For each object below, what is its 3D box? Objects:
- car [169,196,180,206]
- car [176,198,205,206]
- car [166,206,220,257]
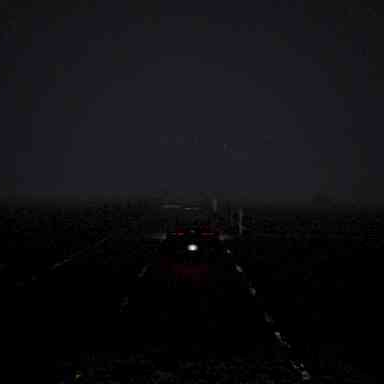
[{"bbox_3d":[-2.817,1.483,56.610,1.882,1.535,5.008,0,0,0],"label":"car"},{"bbox_3d":[0.037,1.493,27.994,2.128,1.511,4.902,0,0,0],"label":"car"},{"bbox_3d":[0.041,1.506,13.008,1.837,1.490,4.892,0,0,0],"label":"car"}]
